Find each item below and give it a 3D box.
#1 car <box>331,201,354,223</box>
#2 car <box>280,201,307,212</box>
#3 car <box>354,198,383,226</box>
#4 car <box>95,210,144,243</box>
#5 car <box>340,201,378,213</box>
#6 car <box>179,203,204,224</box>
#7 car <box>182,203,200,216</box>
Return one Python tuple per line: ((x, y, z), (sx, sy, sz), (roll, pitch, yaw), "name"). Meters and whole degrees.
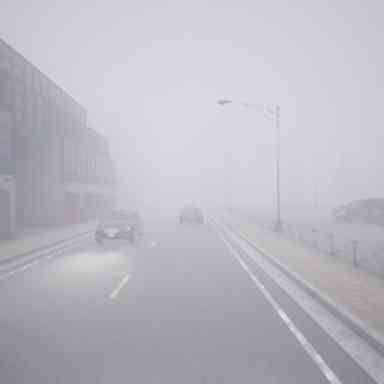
((13.610, 1.434, 26.405), (4.605, 1.855, 1.932), (0, -1, 0), "car")
((13.641, 1.944, 44.984), (3.633, 1.501, 1.845), (0, -1, 0), "car")
((14.039, 1.377, 23.503), (3.866, 1.878, 1.905), (0, -1, 0), "car")
((-3.682, 1.717, 17.571), (2.128, 1.511, 4.902), (0, -1, 0), "car")
((21.079, 1.911, 42.047), (3.806, 1.475, 1.970), (0, -1, 0), "car")
((-0.049, 1.919, 28.123), (1.994, 1.385, 4.181), (0, -1, 0), "car")
((-0.124, 2.050, 39.855), (2.033, 1.411, 5.357), (0, -1, 0), "car")
